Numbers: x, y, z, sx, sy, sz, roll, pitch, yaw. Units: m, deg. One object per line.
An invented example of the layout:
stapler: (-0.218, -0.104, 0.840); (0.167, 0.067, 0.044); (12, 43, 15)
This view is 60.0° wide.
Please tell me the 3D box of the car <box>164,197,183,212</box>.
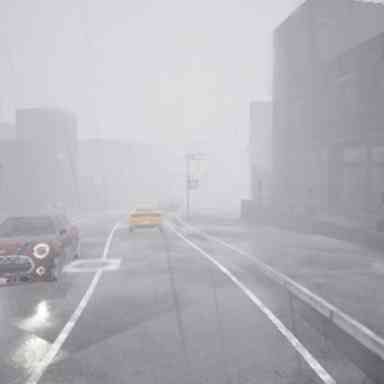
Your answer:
car: (-2.830, 1.675, 41.318); (1.994, 1.385, 4.181); (1, 0, 10)

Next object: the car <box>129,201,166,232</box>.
car: (-2.889, 1.507, 20.711); (1.882, 1.535, 5.008); (-1, 0, -9)

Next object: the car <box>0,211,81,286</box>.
car: (-4.662, 1.419, 9.681); (2.097, 1.767, 4.553); (-1, 0, -9)
